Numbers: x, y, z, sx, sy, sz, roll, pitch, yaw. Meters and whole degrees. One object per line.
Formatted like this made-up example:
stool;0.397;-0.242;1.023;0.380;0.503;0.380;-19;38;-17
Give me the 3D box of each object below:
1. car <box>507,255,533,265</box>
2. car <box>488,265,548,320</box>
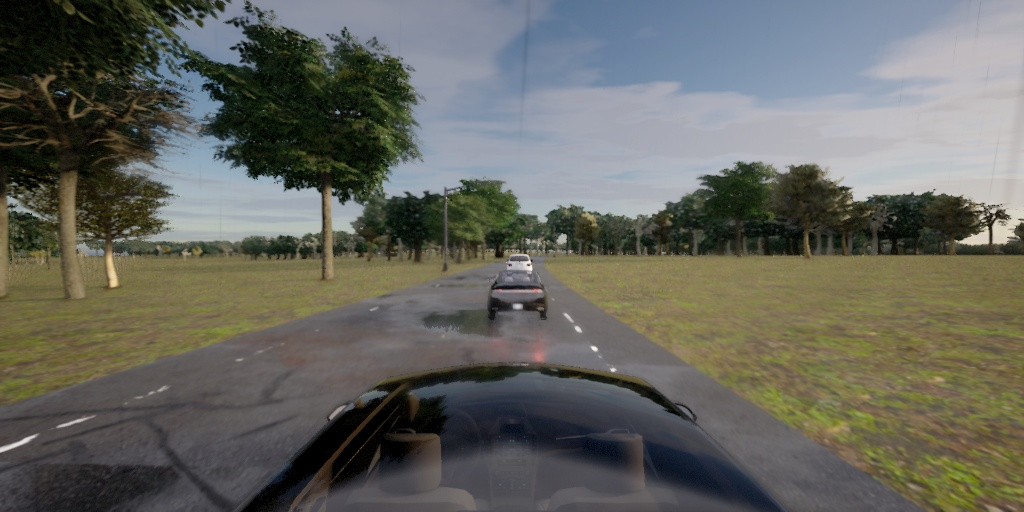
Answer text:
car;0.713;0.888;32.475;2.150;2.045;5.566;0;0;2
car;0.202;1.234;12.673;2.128;1.511;4.902;0;0;1
